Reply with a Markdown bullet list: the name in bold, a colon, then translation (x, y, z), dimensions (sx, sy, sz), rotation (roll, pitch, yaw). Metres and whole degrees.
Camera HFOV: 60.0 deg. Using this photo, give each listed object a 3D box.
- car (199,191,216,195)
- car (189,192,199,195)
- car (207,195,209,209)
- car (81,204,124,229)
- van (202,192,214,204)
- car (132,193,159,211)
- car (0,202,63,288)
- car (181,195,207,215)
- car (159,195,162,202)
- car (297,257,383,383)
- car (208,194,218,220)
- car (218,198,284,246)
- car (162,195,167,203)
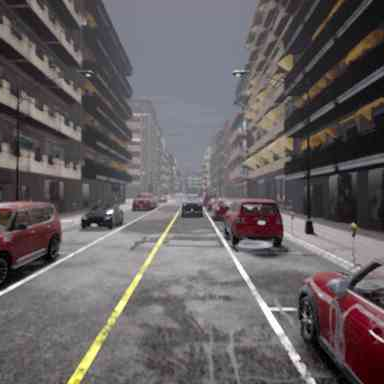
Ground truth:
- **car**: translation (2.569, 0.987, 47.836), dimensions (2.192, 1.841, 5.009), rotation (1, 0, 0)
- **car**: translation (0.026, 1.144, 59.210), dimensions (2.163, 1.488, 4.792), rotation (0, 0, 0)
- **car**: translation (2.561, 1.316, 36.775), dimensions (1.802, 1.307, 4.206), rotation (1, 0, 0)
- **car**: translation (-5.290, 1.410, 20.243), dimensions (1.947, 1.339, 4.313), rotation (1, 0, 0)
- **van**: translation (2.570, 0.984, 53.368), dimensions (1.690, 1.788, 3.998), rotation (1, 0, 0)
- **car**: translation (-5.280, 1.050, 36.831), dimensions (2.192, 1.841, 5.009), rotation (1, 0, 0)
- **car**: translation (-5.287, 1.242, 9.179), dimensions (2.192, 1.841, 5.009), rotation (1, 0, 0)
- **car**: translation (0.033, 1.290, 29.993), dimensions (2.128, 1.511, 4.902), rotation (0, 0, 1)
- **car**: translation (-5.284, 1.247, 42.364), dimensions (1.887, 1.381, 4.507), rotation (1, 0, 0)
- **car**: translation (2.595, 1.410, 3.587), dimensions (1.967, 1.590, 4.097), rotation (1, 0, 0)
- **car**: translation (2.560, 1.246, 25.712), dimensions (1.967, 1.590, 4.097), rotation (1, 0, 0)
- **car**: translation (2.560, 1.199, 14.648), dimensions (2.192, 1.841, 5.009), rotation (1, 0, 0)
- **car**: translation (-5.280, 1.198, 58.957), dimensions (1.802, 1.307, 4.206), rotation (1, 0, 0)
